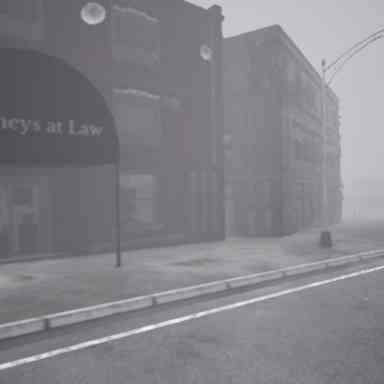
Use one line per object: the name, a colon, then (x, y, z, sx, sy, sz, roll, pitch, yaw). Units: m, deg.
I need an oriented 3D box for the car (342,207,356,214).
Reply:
car: (30.811, 3.656, 65.412, 2.097, 1.767, 4.553, -1, -4, -10)
